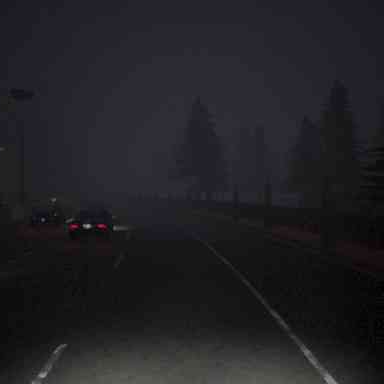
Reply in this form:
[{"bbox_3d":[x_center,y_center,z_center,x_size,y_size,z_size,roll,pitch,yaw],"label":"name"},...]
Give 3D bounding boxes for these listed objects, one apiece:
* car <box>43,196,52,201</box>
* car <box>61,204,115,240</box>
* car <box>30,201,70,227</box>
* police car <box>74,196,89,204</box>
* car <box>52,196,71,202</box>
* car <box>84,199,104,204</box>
[{"bbox_3d":[-33.703,1.734,79.378,5.366,1.575,1.801,0,0,43],"label":"car"},{"bbox_3d":[-5.146,1.605,17.476,2.033,1.411,5.357,0,0,-10],"label":"car"},{"bbox_3d":[-10.067,1.608,23.487,1.812,1.442,4.674,0,0,-14],"label":"car"},{"bbox_3d":[-21.900,1.647,66.308,1.930,1.638,5.238,0,0,-37],"label":"police car"},{"bbox_3d":[-29.055,1.713,74.720,1.801,1.575,5.366,0,0,-43],"label":"car"},{"bbox_3d":[-10.475,1.721,36.539,1.895,1.301,4.718,0,0,-20],"label":"car"}]
